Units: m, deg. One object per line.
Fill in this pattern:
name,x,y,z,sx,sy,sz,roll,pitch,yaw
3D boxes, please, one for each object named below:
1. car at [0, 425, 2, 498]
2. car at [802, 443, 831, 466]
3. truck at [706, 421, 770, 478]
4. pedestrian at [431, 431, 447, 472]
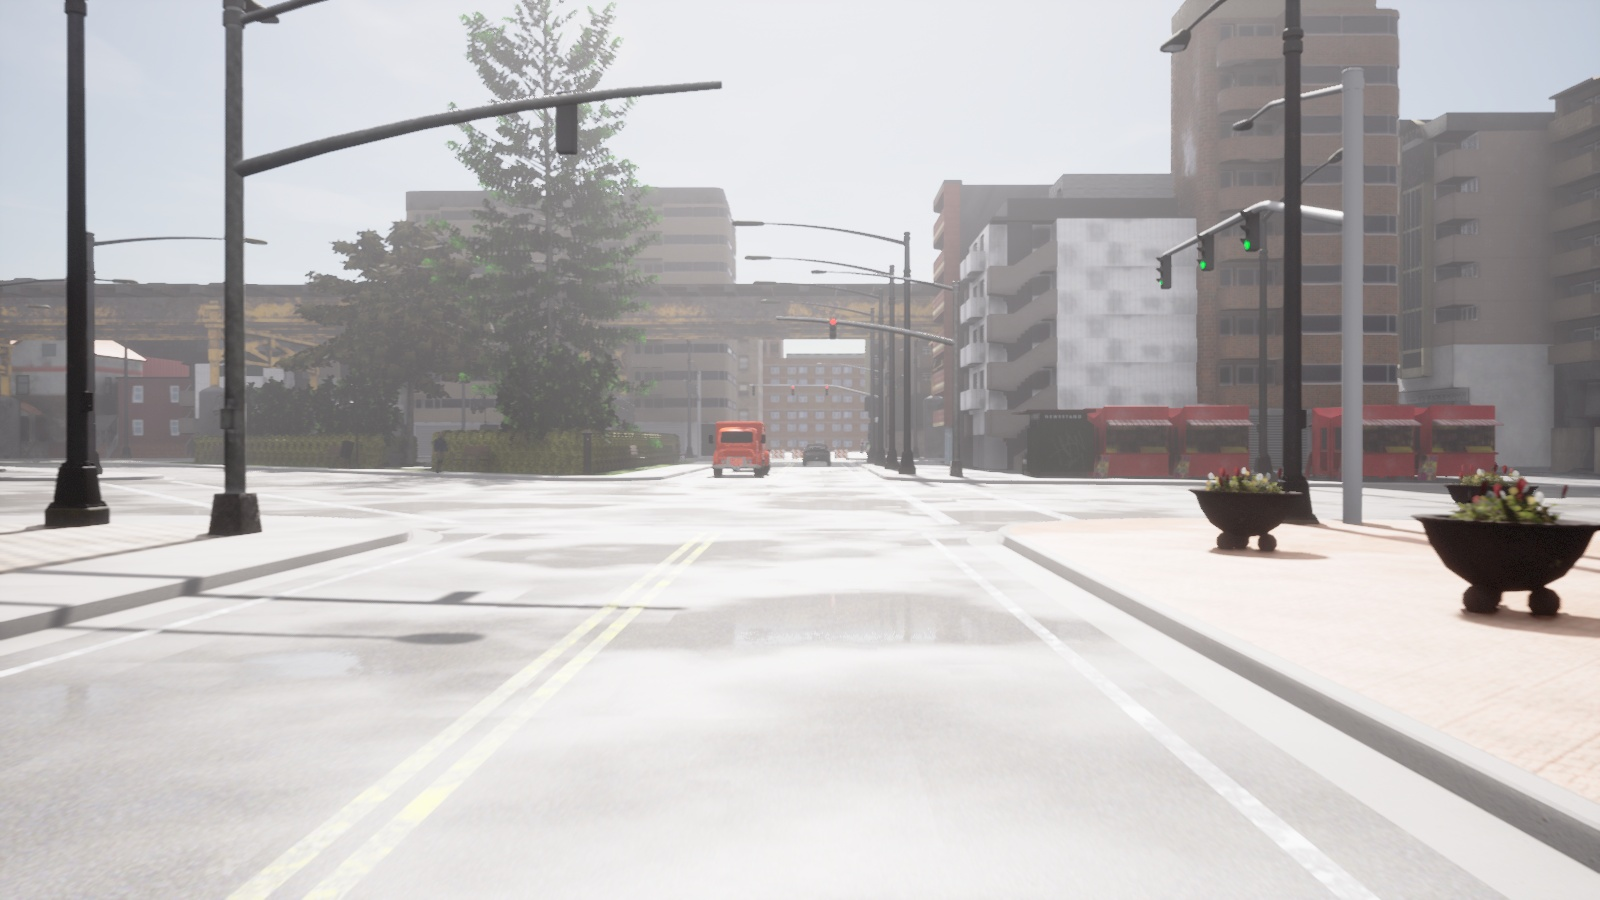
car,-22.497,0.303,31.419,3.866,1.878,1.905,0,0,1
car,1.080,0.286,82.665,1.837,1.490,4.892,0,0,1
truck,-2.750,-0.067,57.031,2.627,2.467,5.204,0,1,1
pedestrian,-16.025,0.069,55.796,0.402,1.842,0.726,0,0,-42
